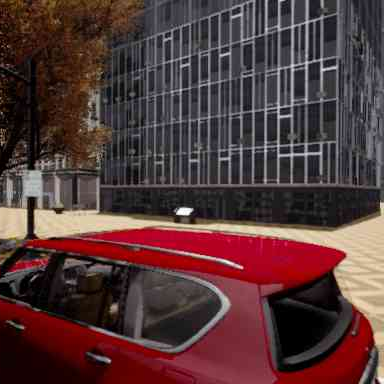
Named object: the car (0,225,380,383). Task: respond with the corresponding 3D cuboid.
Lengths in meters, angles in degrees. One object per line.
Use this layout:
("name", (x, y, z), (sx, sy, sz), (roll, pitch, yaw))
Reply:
("car", (-0.829, 1.296, 3.468), (5.009, 1.841, 2.192), (1, 0, 36))
